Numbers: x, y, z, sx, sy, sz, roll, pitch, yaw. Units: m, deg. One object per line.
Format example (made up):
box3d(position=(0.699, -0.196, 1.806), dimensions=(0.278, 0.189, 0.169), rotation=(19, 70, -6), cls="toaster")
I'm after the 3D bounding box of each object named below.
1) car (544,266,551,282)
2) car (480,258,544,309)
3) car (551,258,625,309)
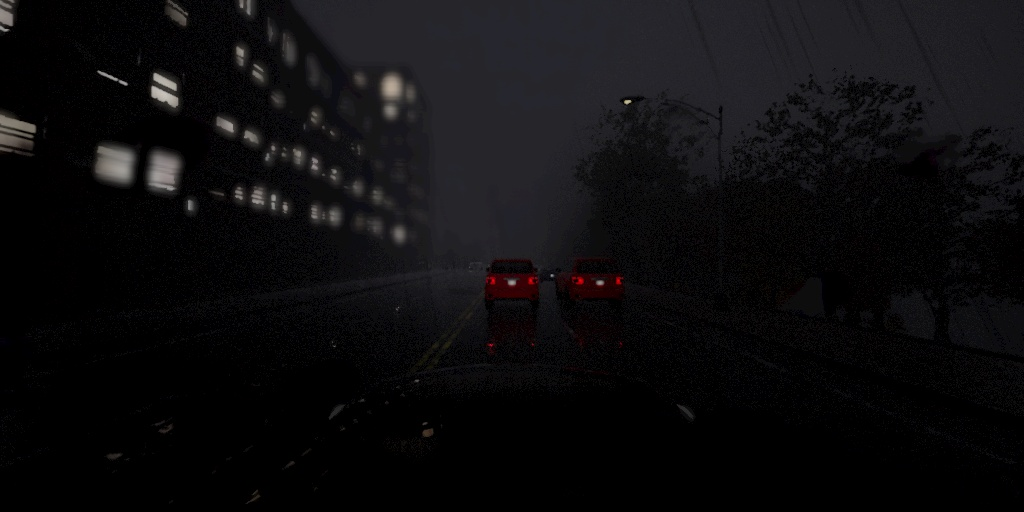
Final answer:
box3d(position=(3.253, 1.592, 31.134), dimensions=(1.994, 1.385, 4.181), rotation=(0, -1, 0), cls="car")
box3d(position=(-0.001, 1.099, 15.868), dimensions=(2.150, 2.045, 5.566), rotation=(0, 0, 0), cls="car")
box3d(position=(3.249, 1.100, 15.885), dimensions=(2.150, 2.045, 5.566), rotation=(0, 0, 0), cls="car")
